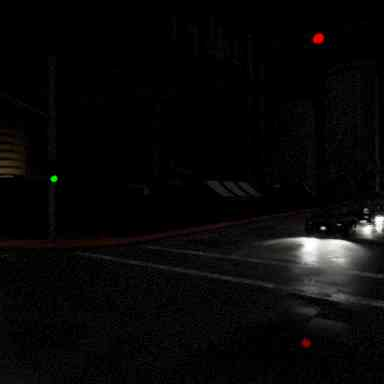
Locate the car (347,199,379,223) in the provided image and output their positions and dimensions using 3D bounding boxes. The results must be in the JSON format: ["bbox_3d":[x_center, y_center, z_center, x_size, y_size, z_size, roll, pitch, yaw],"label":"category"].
[{"bbox_3d":[12.870,1.355,25.773,2.097,1.767,4.553,0,0,34],"label":"car"}]

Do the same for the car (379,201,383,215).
[{"bbox_3d":[18.436,1.604,33.989,1.895,1.301,4.718,0,0,34],"label":"car"}]

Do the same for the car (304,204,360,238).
[{"bbox_3d":[7.446,1.567,17.754,1.994,1.385,4.181,0,0,34],"label":"car"}]
